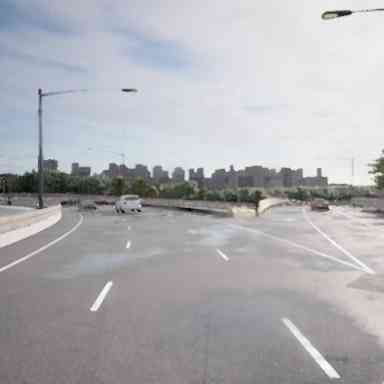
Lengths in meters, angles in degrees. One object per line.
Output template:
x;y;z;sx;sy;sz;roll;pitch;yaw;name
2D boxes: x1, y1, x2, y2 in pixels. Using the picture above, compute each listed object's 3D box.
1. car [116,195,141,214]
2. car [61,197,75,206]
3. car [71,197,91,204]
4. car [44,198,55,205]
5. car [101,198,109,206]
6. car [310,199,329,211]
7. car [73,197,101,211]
-7.540;1.405;39.129;2.150;2.045;5.566;0;0;-22;car
-25.035;1.816;67.928;2.097;1.767;4.553;-1;0;-41;car
-24.103;1.816;72.213;2.128;1.511;4.902;-1;0;-44;car
-29.464;2.013;67.694;1.837;1.490;4.892;-1;0;-44;car
-17.711;1.862;64.297;1.837;1.490;4.892;-1;0;-38;car
15.240;1.479;39.763;1.994;1.385;4.181;-1;0;18;car
-14.780;1.835;46.651;2.033;1.411;5.357;-1;0;-28;car
